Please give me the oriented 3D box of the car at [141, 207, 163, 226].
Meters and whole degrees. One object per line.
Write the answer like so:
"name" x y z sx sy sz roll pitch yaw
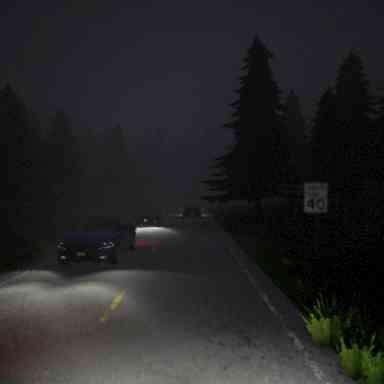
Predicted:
"car" -3.284 1.824 25.413 1.994 1.385 4.181 0 -1 0

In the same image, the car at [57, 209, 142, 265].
"car" -3.294 1.605 12.364 1.882 1.535 5.008 0 -1 0

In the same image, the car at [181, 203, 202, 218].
"car" 0.005 1.873 33.943 1.812 1.442 4.674 0 -1 0

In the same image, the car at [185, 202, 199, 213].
"car" 0.020 2.067 45.572 1.895 1.301 4.718 0 -1 0
